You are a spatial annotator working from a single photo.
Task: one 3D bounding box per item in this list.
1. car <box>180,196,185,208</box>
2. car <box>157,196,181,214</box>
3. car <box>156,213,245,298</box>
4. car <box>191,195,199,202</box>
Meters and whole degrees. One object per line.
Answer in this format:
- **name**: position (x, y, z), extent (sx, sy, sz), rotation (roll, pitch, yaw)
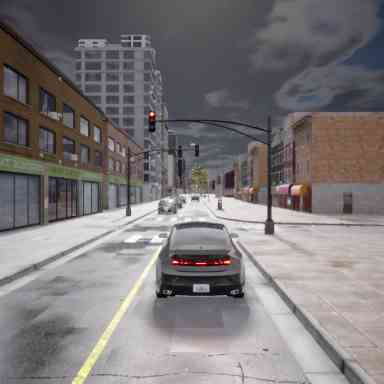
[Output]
- **car**: position (-2.417, 1.350, 45.677), extent (2.097, 1.767, 4.553), rotation (0, 0, 1)
- **car**: position (-2.527, 1.492, 35.141), extent (2.128, 1.511, 4.902), rotation (0, 0, 0)
- **car**: position (0.174, 1.505, 8.485), extent (1.837, 1.490, 4.892), rotation (0, 0, 0)
- **car**: position (0.724, 1.465, 75.097), extent (1.837, 1.490, 4.892), rotation (0, 0, 1)
